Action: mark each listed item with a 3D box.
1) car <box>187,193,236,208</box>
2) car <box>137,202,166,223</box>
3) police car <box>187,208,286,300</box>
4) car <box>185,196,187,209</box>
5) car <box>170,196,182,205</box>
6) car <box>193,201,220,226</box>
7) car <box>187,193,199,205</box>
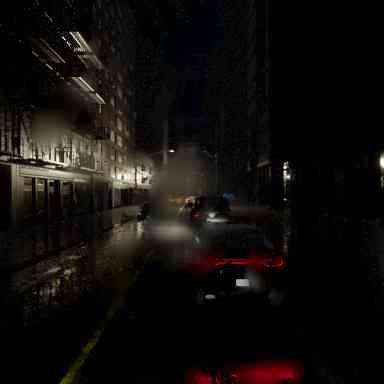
[{"bbox_3d":[0.947,1.226,18.480,2.150,2.045,5.566,0,0,0],"label":"car"},{"bbox_3d":[-3.037,1.528,25.727,1.812,1.442,4.674,0,0,0],"label":"car"},{"bbox_3d":[0.920,1.425,8.560,1.930,1.638,5.238,0,0,0],"label":"police car"},{"bbox_3d":[0.147,1.375,45.570,2.097,1.767,4.553,0,0,1],"label":"car"},{"bbox_3d":[-2.851,1.519,59.351,1.882,1.535,5.008,0,0,0],"label":"car"},{"bbox_3d":[0.962,1.508,24.451,1.837,1.490,4.892,0,0,0],"label":"car"},{"bbox_3d":[0.150,1.263,59.565,2.150,2.045,5.566,0,0,0],"label":"car"}]
